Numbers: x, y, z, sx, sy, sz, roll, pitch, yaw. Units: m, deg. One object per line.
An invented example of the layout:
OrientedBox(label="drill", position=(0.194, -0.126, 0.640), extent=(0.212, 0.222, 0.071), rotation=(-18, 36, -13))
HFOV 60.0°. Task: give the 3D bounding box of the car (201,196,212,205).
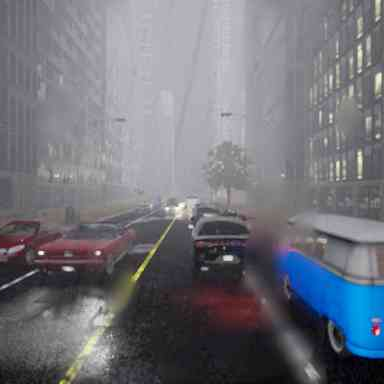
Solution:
OrientedBox(label="car", position=(2.712, 1.606, 62.675), extent=(1.967, 1.590, 4.097), rotation=(0, 0, 0))

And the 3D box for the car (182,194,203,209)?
OrientedBox(label="car", position=(0.017, 1.362, 47.554), extent=(2.150, 2.045, 5.566), rotation=(0, 0, 0))

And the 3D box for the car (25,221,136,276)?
OrientedBox(label="car", position=(-3.096, 1.634, 10.542), extent=(1.895, 1.301, 4.718), rotation=(0, 0, 0))

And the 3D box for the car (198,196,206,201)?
OrientedBox(label="car", position=(2.721, 1.748, 91.137), extent=(1.887, 1.381, 4.507), rotation=(0, 0, 0))

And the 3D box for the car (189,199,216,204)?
OrientedBox(label="car", position=(0.908, 1.588, 26.771), extent=(1.837, 1.490, 4.892), rotation=(0, 0, 0))

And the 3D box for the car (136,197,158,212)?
OrientedBox(label="car", position=(-5.677, 1.673, 39.911), extent=(2.008, 1.369, 4.403), rotation=(0, 0, 0))

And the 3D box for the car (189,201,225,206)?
OrientedBox(label="car", position=(0.906, 1.570, 20.770), extent=(1.837, 1.490, 4.892), rotation=(0, 0, 0))

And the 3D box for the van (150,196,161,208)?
OrientedBox(label="van", position=(-5.673, 1.489, 51.297), extent=(1.690, 1.788, 3.998), rotation=(0, 0, 0))

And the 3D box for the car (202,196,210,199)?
OrientedBox(label="car", position=(2.706, 1.687, 45.597), extent=(2.008, 1.369, 4.403), rotation=(0, 0, 0))

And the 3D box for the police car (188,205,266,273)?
OrientedBox(label="police car", position=(0.903, 1.459, 10.881), extent=(1.930, 1.638, 5.238), rotation=(0, 0, 0))

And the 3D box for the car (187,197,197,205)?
OrientedBox(label="car", position=(0.020, 1.692, 62.348), extent=(1.812, 1.442, 4.674), rotation=(0, 0, 0))

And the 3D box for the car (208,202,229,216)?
OrientedBox(label="car", position=(2.702, 1.688, 34.212), extent=(1.802, 1.307, 4.206), rotation=(0, 0, 0))

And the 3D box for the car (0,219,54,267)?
OrientedBox(label="car", position=(-5.687, 1.618, 11.448), extent=(1.802, 1.307, 4.206), rotation=(0, 0, 0))

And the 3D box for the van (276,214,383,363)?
OrientedBox(label="van", position=(2.692, 1.359, 5.752), extent=(1.690, 1.788, 3.998), rotation=(0, 0, 0))

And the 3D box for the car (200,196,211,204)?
OrientedBox(label="car", position=(2.713, 1.615, 68.367), extent=(1.967, 1.590, 4.097), rotation=(0, 0, 0))

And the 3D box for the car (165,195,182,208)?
OrientedBox(label="car", position=(-3.065, 1.653, 52.279), extent=(1.837, 1.490, 4.892), rotation=(0, 0, 0))

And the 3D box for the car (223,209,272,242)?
OrientedBox(label="car", position=(2.696, 1.635, 17.135), extent=(1.802, 1.307, 4.206), rotation=(0, 0, 0))
